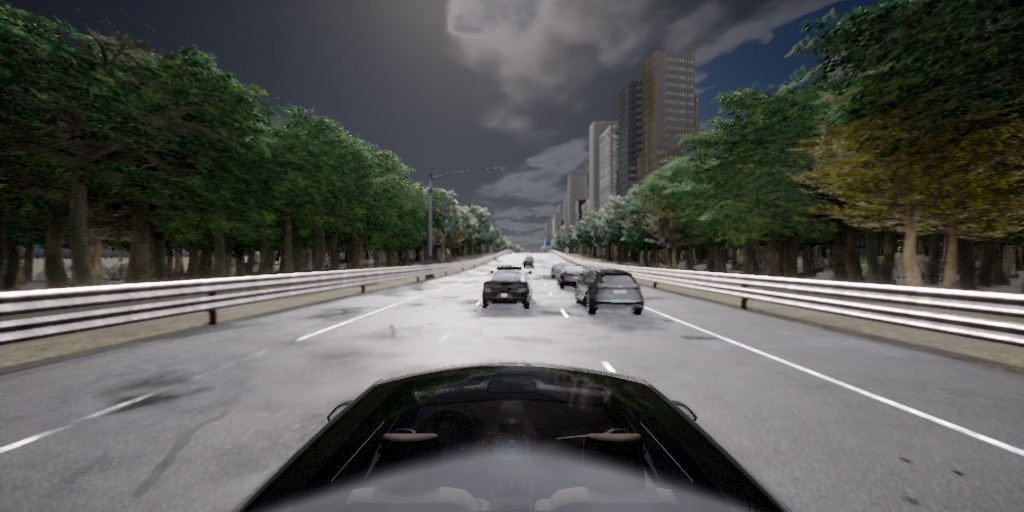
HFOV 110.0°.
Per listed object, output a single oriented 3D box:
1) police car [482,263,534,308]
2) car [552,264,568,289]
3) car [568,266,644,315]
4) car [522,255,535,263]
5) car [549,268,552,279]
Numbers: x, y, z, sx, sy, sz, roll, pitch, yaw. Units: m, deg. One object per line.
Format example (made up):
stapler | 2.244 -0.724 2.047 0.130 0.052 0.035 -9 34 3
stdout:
police car | -0.082 1.285 16.086 1.930 1.638 5.238 0 0 5
car | 4.177 1.444 25.065 2.163 1.488 4.792 0 0 3
car | 3.690 1.287 14.261 2.033 1.649 4.856 0 0 2
car | 2.794 1.120 62.047 1.837 1.490 4.892 0 2 4
car | 4.793 1.533 36.011 2.033 1.411 5.357 0 0 3
